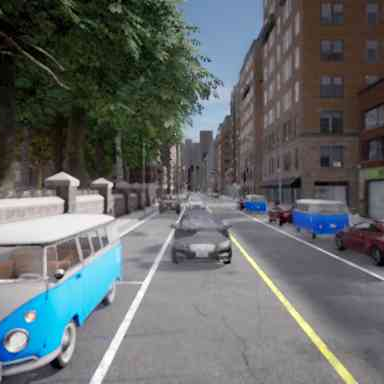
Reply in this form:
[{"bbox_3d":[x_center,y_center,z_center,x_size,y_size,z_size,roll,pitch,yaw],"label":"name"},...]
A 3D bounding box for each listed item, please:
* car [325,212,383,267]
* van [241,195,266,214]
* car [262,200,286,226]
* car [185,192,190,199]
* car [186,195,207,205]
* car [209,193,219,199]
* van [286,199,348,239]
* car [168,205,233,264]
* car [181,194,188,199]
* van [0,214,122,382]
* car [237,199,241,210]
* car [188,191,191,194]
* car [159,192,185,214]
[{"bbox_3d":[6.258,1.546,11.030,1.802,1.307,4.206,0,0,0],"label":"car"},{"bbox_3d":[6.356,1.216,33.671,1.690,1.788,3.998,0,0,0],"label":"van"},{"bbox_3d":[6.307,1.466,22.351,1.887,1.381,4.507,0,0,0],"label":"car"},{"bbox_3d":[-1.982,1.195,77.186,1.752,1.417,4.829,0,0,0],"label":"car"},{"bbox_3d":[0.524,1.375,39.115,1.812,1.442,4.674,0,0,0],"label":"car"},{"bbox_3d":[6.613,1.044,93.707,1.967,1.590,4.097,0,0,0],"label":"car"},{"bbox_3d":[6.282,1.284,16.690,1.690,1.788,3.998,0,0,0],"label":"van"},{"bbox_3d":[0.310,1.447,11.708,2.128,1.511,4.902,0,1,1],"label":"car"},{"bbox_3d":[-1.935,1.167,88.258,1.887,1.381,4.507,0,0,0],"label":"car"},{"bbox_3d":[-2.292,1.322,5.378,1.690,1.788,3.998,0,0,0],"label":"van"},{"bbox_3d":[6.380,1.417,39.332,1.947,1.339,4.313,0,0,0],"label":"car"},{"bbox_3d":[-1.958,1.196,82.806,2.008,1.369,4.403,0,0,0],"label":"car"},{"bbox_3d":[-2.169,1.187,33.667,2.192,1.841,5.009,0,0,0],"label":"car"}]
